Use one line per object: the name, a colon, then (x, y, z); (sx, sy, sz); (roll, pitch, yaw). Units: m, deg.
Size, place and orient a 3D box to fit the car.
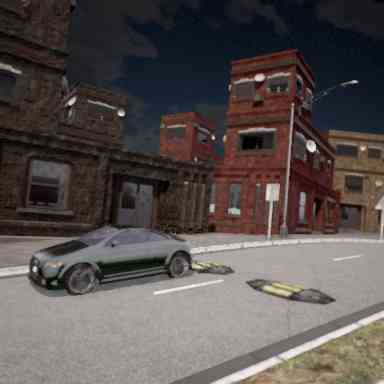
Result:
car: (-2.015, 1.602, 8.873); (4.181, 1.385, 1.994); (0, 0, -36)
